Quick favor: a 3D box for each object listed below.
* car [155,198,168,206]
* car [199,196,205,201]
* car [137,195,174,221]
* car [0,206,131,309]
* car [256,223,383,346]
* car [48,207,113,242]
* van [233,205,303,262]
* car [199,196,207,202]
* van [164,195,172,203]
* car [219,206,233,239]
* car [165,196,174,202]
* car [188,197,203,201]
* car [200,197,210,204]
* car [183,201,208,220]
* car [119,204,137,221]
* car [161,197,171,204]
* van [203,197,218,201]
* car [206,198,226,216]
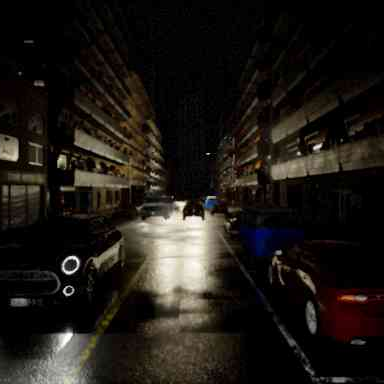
[{"bbox_3d":[-5.610,1.814,61.733,1.947,1.339,4.313,0,0,0],"label":"car"},{"bbox_3d":[2.817,1.920,95.019,1.752,1.417,4.829,-1,0,0],"label":"car"},{"bbox_3d":[-3.025,1.335,28.930,2.150,2.045,5.566,0,-1,1],"label":"car"},{"bbox_3d":[-3.072,1.383,8.180,2.097,1.767,4.553,0,0,0],"label":"car"},{"bbox_3d":[2.692,1.570,6.475,1.887,1.381,4.507,0,0,0],"label":"car"},{"bbox_3d":[-5.673,1.612,17.546,1.887,1.381,4.507,0,0,0],"label":"car"},{"bbox_3d":[2.698,1.387,11.999,1.690,1.788,3.998,0,0,0],"label":"van"},{"bbox_3d":[2.809,1.920,89.325,2.008,1.369,4.403,-1,0,0],"label":"car"},{"bbox_3d":[-5.589,1.661,78.305,1.690,1.788,3.998,-1,0,0],"label":"van"},{"bbox_3d":[2.708,1.633,17.522,1.947,1.339,4.313,0,0,0],"label":"car"},{"bbox_3d":[-5.581,1.784,83.828,1.967,1.590,4.097,-1,0,0],"label":"car"},{"bbox_3d":[0.151,1.699,44.232,1.812,1.442,4.674,0,0,0],"label":"car"},{"bbox_3d":[2.786,1.846,72.755,2.008,1.369,4.403,-1,0,0],"label":"car"},{"bbox_3d":[0.144,1.716,29.803,1.895,1.301,4.718,0,0,0],"label":"car"},{"bbox_3d":[-5.657,1.692,28.593,1.802,1.307,4.206,0,0,0],"label":"car"},{"bbox_3d":[-5.595,1.840,72.780,1.887,1.381,4.507,0,0,0],"label":"car"},{"bbox_3d":[2.745,1.519,45.140,1.690,1.788,3.998,-1,0,0],"label":"van"},{"bbox_3d":[2.731,1.658,34.261,1.752,1.417,4.829,0,0,0],"label":"car"}]
